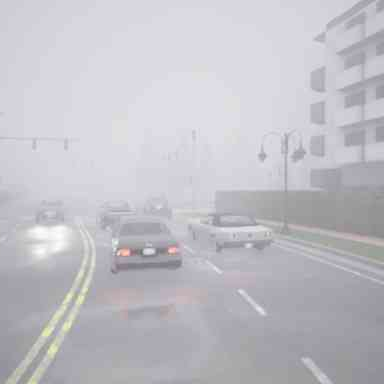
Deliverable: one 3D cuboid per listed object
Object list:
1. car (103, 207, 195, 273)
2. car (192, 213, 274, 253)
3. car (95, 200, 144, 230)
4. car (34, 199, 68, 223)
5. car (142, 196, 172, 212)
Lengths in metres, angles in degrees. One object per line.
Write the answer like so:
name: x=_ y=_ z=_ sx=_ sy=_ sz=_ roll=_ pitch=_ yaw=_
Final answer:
car: x=-1.630 y=1.440 z=10.367 sx=2.033 sy=1.411 sz=5.357 roll=0 pitch=1 yaw=-14
car: x=1.262 y=1.458 z=13.162 sx=1.895 sy=1.301 sz=4.718 roll=0 pitch=1 yaw=-16
car: x=-4.580 y=1.292 z=19.653 sx=2.128 sy=1.511 sz=4.902 roll=0 pitch=1 yaw=-21
car: x=-9.928 y=1.263 z=23.489 sx=2.128 sy=1.511 sz=4.902 roll=0 pitch=1 yaw=-21
car: x=-3.001 y=1.092 z=25.287 sx=2.097 sy=1.767 sz=4.553 roll=0 pitch=1 yaw=-19
